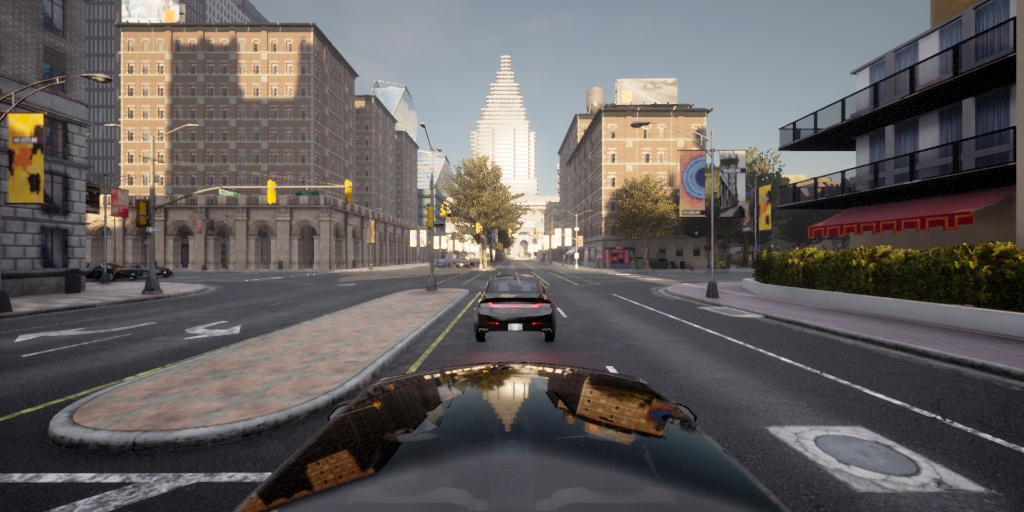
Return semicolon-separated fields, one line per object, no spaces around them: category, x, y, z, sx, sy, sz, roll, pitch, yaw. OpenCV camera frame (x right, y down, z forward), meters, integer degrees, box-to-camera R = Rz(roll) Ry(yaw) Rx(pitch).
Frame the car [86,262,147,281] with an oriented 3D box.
car;-33.348;1.225;29.178;5.008;1.535;1.882;0;0;0

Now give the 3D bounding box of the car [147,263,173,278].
car;-33.636;1.311;32.670;4.181;1.385;1.994;0;0;-1

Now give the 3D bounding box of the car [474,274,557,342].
car;0.079;1.241;9.756;2.128;1.511;4.902;0;0;0

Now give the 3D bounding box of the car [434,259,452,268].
car;-11.554;1.223;59.987;1.882;1.535;5.008;0;0;0

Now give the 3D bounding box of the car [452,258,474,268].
car;-8.058;1.237;59.573;2.128;1.511;4.902;0;0;0
